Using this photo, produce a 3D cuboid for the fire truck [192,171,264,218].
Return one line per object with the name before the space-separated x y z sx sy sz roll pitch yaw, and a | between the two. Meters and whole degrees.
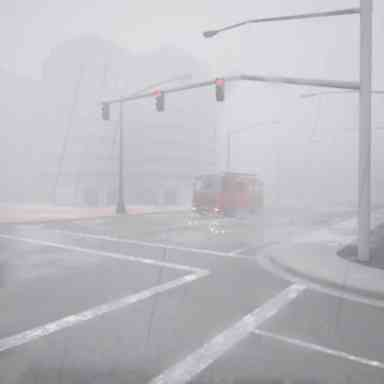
fire truck | 3.478 0.207 29.826 2.891 3.827 8.468 1 0 35
